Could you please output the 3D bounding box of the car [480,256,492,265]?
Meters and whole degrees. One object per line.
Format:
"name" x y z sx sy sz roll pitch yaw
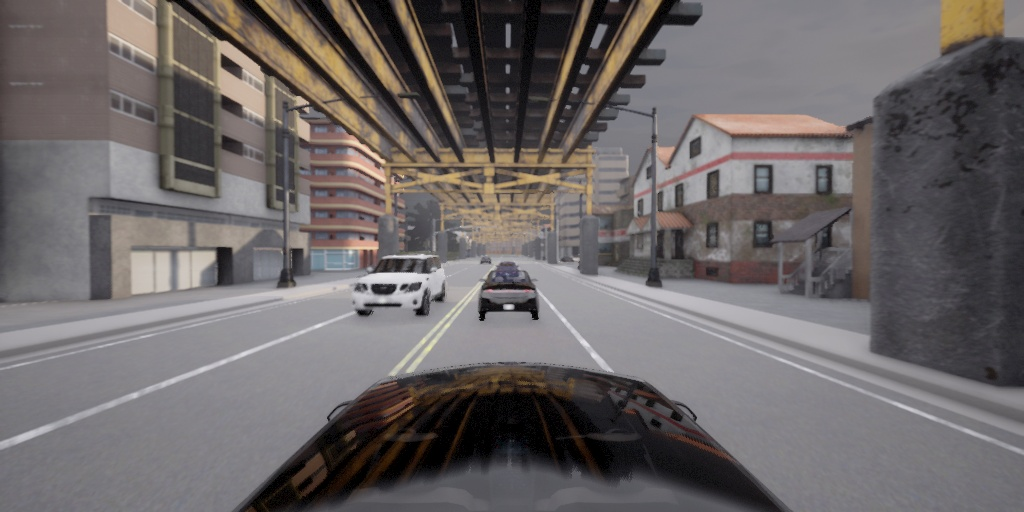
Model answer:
"car" -4.467 0.747 61.763 2.033 1.411 5.357 0 1 -1

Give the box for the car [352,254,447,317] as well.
"car" -3.836 0.931 13.257 2.150 2.045 5.566 0 0 -1

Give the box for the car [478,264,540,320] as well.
"car" -0.124 1.206 12.435 2.128 1.511 4.902 0 0 -1

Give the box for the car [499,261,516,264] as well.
"car" -0.366 1.148 29.479 1.812 1.442 4.674 0 0 -1
